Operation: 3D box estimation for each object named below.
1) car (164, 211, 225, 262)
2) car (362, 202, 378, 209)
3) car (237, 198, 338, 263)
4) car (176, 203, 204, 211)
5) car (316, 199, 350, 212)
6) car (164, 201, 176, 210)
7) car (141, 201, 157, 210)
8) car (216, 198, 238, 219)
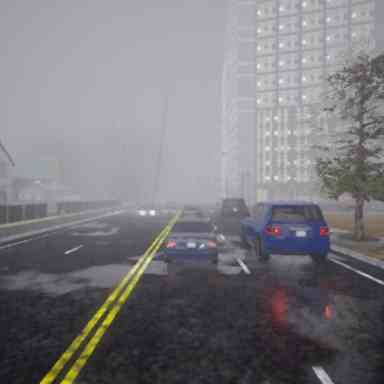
[{"bbox_3d":[0.011,1.664,12.516,2.033,1.411,5.357,0,-1,1],"label":"car"},{"bbox_3d":[31.048,2.313,59.950,4.403,1.369,2.008,0,1,20],"label":"car"},{"bbox_3d":[3.264,1.342,12.579,2.150,2.045,5.566,0,0,0],"label":"car"},{"bbox_3d":[0.023,1.762,28.522,2.128,1.511,4.902,0,0,0],"label":"car"},{"bbox_3d":[23.014,2.182,54.497,5.009,1.841,2.192,0,1,20],"label":"car"},{"bbox_3d":[-3.256,2.051,51.469,2.033,1.411,5.357,0,-1,0],"label":"car"},{"bbox_3d":[-6.512,2.097,50.749,1.895,1.301,4.718,0,-1,0],"label":"car"},{"bbox_3d":[3.264,1.485,27.577,2.150,2.045,5.566,0,0,0],"label":"car"}]
